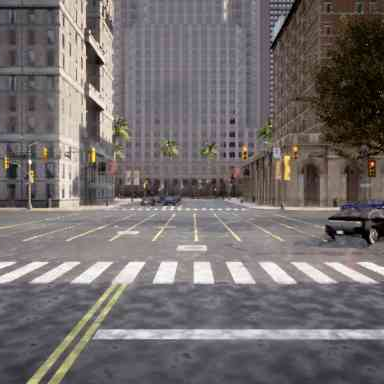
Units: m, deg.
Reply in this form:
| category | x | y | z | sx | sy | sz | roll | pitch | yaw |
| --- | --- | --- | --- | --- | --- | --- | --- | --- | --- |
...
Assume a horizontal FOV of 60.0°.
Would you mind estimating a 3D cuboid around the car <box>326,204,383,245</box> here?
| category | x | y | z | sx | sy | sz | roll | pitch | yaw |
| --- | --- | --- | --- | --- | --- | --- | --- | --- | --- |
| car | 8.241 | 1.494 | 15.664 | 4.902 | 1.511 | 2.128 | 0 | -1 | -38 |

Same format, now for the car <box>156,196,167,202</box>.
| category | x | y | z | sx | sy | sz | roll | pitch | yaw |
| --- | --- | --- | --- | --- | --- | --- | --- | --- | --- |
| car | -6.918 | 1.552 | 75.977 | 1.994 | 1.385 | 4.181 | 0 | 0 | 1 |

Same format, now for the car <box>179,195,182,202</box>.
| category | x | y | z | sx | sy | sz | roll | pitch | yaw |
| --- | --- | --- | --- | --- | --- | --- | --- | --- | --- |
| car | -3.567 | 1.490 | 64.992 | 2.128 | 1.511 | 4.902 | 0 | 0 | 1 |

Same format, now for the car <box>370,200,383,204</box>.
| category | x | y | z | sx | sy | sz | roll | pitch | yaw |
| --- | --- | --- | --- | --- | --- | --- | --- | --- | --- |
| car | 18.778 | 1.601 | 29.371 | 4.718 | 1.301 | 1.895 | 0 | 0 | 0 |

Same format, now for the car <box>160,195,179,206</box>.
| category | x | y | z | sx | sy | sz | roll | pitch | yaw |
| --- | --- | --- | --- | --- | --- | --- | --- | --- | --- |
| car | -3.641 | 1.547 | 55.052 | 2.033 | 1.411 | 5.357 | 0 | 0 | 0 |

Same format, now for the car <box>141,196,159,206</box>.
| category | x | y | z | sx | sy | sz | roll | pitch | yaw |
| --- | --- | --- | --- | --- | --- | --- | --- | --- | --- |
| car | -7.134 | 1.491 | 54.290 | 2.128 | 1.511 | 4.902 | 0 | 0 | 0 |

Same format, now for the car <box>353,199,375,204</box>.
| category | x | y | z | sx | sy | sz | roll | pitch | yaw |
| --- | --- | --- | --- | --- | --- | --- | --- | --- | --- |
| car | 17.294 | 1.478 | 33.006 | 5.008 | 1.535 | 1.882 | 0 | 0 | 2 |

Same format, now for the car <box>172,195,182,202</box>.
| category | x | y | z | sx | sy | sz | roll | pitch | yaw |
| --- | --- | --- | --- | --- | --- | --- | --- | --- | --- |
| car | -3.416 | 1.500 | 76.134 | 1.837 | 1.490 | 4.892 | 0 | 0 | 1 |
